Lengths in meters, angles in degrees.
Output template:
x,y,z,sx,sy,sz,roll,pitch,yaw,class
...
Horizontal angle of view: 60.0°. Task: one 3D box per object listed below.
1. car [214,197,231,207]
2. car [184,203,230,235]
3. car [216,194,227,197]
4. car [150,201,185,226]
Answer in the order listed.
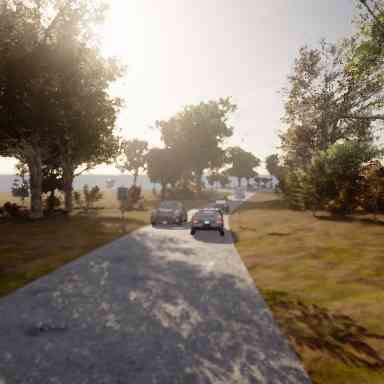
x,y,z,sx,sy,sz,roll,pitch,yaw,class
3.653,1.710,40.966,1.812,1.442,4.674,1,0,9,car
0.966,1.610,19.458,2.033,1.411,5.357,0,0,5,car
5.588,1.164,63.937,2.033,1.411,5.357,1,3,14,car
-1.569,1.431,23.810,2.097,1.767,4.553,0,0,6,car
